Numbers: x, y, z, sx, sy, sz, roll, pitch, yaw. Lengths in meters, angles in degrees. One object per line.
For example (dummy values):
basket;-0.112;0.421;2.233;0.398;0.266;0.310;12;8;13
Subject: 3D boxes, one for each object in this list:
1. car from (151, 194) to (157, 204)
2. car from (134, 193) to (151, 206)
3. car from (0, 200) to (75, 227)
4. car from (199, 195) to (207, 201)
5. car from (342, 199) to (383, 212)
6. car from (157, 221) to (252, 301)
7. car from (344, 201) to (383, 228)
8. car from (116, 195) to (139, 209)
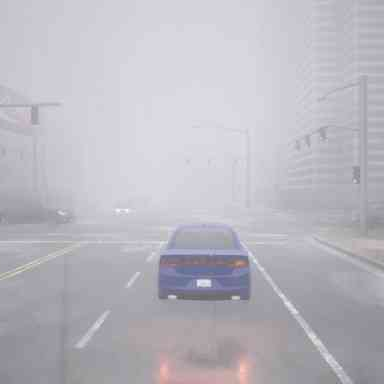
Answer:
car;-8.421;1.547;66.200;2.033;1.411;5.357;0;0;3
car;-8.831;1.221;55.520;2.150;2.045;5.566;0;0;2
car;-10.285;1.352;22.375;4.553;1.767;2.097;0;0;2
car;2.762;1.524;86.201;1.812;1.442;4.674;0;0;2
car;17.226;1.505;32.333;4.892;1.490;1.837;0;0;2
car;0.308;1.478;8.424;1.882;1.535;5.008;0;0;2
car;12.898;1.525;21.757;4.674;1.442;1.812;0;0;2
car;-9.143;1.564;46.176;1.994;1.385;4.181;0;0;2
